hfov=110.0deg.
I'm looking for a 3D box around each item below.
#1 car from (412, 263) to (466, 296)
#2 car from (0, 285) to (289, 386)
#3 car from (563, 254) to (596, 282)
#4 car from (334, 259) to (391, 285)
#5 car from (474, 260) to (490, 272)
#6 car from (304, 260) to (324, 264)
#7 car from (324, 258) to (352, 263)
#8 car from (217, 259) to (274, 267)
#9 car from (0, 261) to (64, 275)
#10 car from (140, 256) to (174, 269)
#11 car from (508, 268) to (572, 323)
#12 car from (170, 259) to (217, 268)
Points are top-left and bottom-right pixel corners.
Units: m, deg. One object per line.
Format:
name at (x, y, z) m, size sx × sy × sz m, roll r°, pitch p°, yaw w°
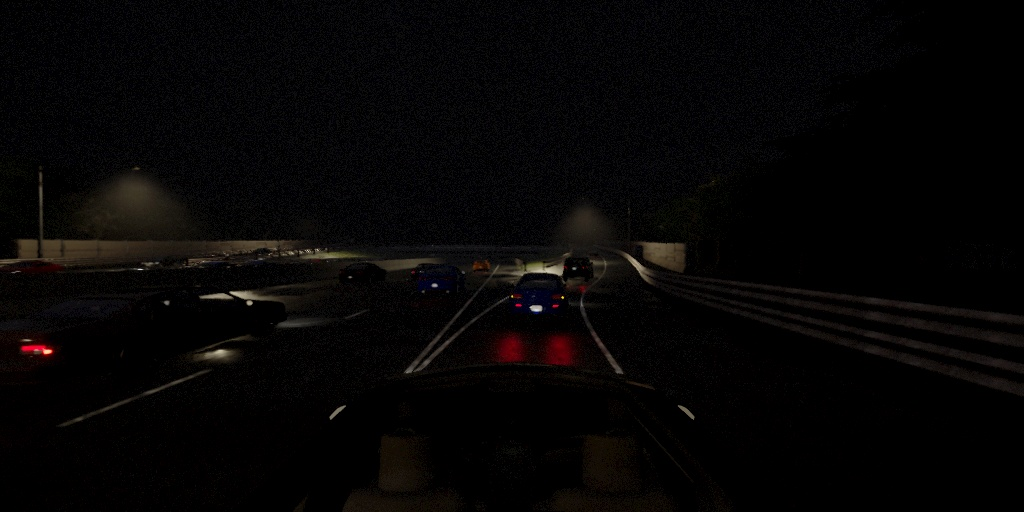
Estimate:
car at (-3.659, 1.243, 19.362) m, size 1.882 × 1.535 × 5.008 m, roll 0°, pitch 0°, yaw -1°
car at (-6.955, 1.293, 7.227) m, size 2.033 × 1.411 × 5.357 m, roll 0°, pitch 0°, yaw 0°
car at (5.846, 1.088, 31.481) m, size 2.150 × 2.045 × 5.566 m, roll 0°, pitch 1°, yaw 18°
car at (-10.628, 1.240, 25.987) m, size 1.882 × 1.535 × 5.008 m, roll 0°, pitch 0°, yaw -1°
car at (-4.013, 1.248, 47.823) m, size 1.882 × 1.535 × 5.008 m, roll 0°, pitch 0°, yaw -1°
car at (-25.063, 1.220, 45.613) m, size 1.882 × 1.535 × 5.008 m, roll 0°, pitch 0°, yaw -1°
car at (-21.568, 1.100, 45.885) m, size 2.097 × 1.767 × 4.553 m, roll 0°, pitch 0°, yaw -1°
car at (-21.371, 1.228, 29.822) m, size 1.882 × 1.535 × 5.008 m, roll 0°, pitch 0°, yaw -1°
car at (-37.324, 1.112, 27.707) m, size 1.812 × 1.442 × 4.674 m, roll 0°, pitch 1°, yaw -21°
car at (-43.119, 0.739, 43.984) m, size 1.812 × 1.442 × 4.674 m, roll 0°, pitch 2°, yaw -18°
car at (0.996, 1.291, 12.220) m, size 1.812 × 1.442 × 4.674 m, roll 0°, pitch 0°, yaw 8°
car at (-24.869, 1.222, 29.740) m, size 1.882 × 1.535 × 5.008 m, roll 0°, pitch 0°, yaw -1°
